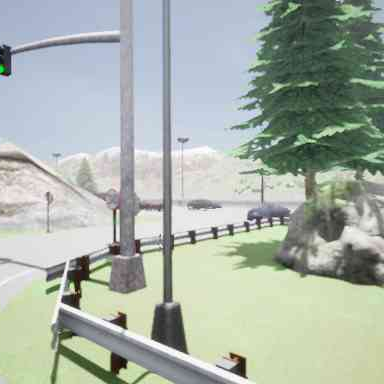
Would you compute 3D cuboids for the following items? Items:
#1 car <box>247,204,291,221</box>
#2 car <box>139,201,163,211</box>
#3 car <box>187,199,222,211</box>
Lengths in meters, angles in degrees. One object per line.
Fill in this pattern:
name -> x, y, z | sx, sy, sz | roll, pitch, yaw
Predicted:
car -> 6.200, 1.617, 26.375 | 4.181, 1.385, 1.994 | 0, -1, -45
car -> -6.239, 1.816, 45.171 | 4.718, 1.301, 1.895 | 0, 0, 35
car -> 1.611, 1.674, 43.888 | 4.892, 1.490, 1.837 | -1, -1, 35
